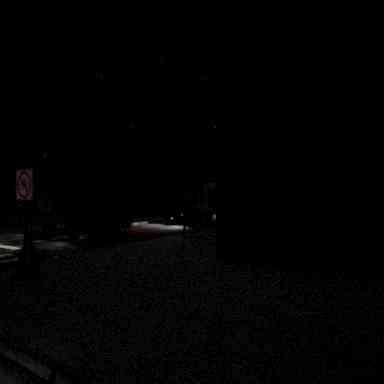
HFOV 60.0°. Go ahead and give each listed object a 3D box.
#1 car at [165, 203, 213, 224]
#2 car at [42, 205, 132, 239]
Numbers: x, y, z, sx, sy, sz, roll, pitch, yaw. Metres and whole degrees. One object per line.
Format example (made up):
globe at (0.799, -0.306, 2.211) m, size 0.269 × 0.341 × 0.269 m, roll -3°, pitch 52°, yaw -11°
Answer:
car at (-0.080, 1.582, 25.443) m, size 1.812 × 1.442 × 4.674 m, roll 0°, pitch 0°, yaw 35°
car at (-5.459, 1.516, 17.892) m, size 1.882 × 1.535 × 5.008 m, roll 0°, pitch 0°, yaw 35°
